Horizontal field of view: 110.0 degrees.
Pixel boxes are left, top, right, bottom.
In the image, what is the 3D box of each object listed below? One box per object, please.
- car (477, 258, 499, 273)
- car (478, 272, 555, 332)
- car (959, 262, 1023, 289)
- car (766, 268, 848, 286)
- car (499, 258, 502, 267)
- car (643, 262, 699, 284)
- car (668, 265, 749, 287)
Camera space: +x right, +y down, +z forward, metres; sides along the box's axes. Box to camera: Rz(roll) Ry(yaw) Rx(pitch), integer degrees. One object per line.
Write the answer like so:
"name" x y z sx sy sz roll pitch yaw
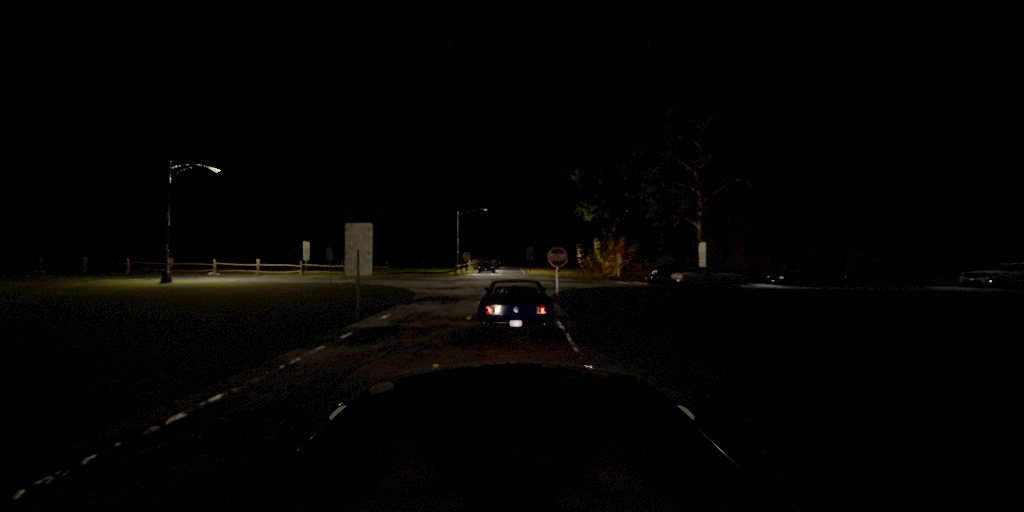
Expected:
"car" -2.842 1.189 41.030 1.812 1.442 4.674 0 0 0
"car" 0.104 1.327 10.829 1.895 1.301 4.718 0 0 0
"car" 39.279 1.530 28.482 5.566 2.045 2.150 0 -1 0
"car" 23.317 1.622 28.393 5.357 1.411 2.033 1 -1 0
"car" -2.828 1.211 50.880 1.994 1.385 4.181 0 0 0
"car" 12.869 1.273 28.380 4.553 1.767 2.097 1 -1 1
"car" 14.068 1.501 25.556 4.718 1.301 1.895 1 -1 2
